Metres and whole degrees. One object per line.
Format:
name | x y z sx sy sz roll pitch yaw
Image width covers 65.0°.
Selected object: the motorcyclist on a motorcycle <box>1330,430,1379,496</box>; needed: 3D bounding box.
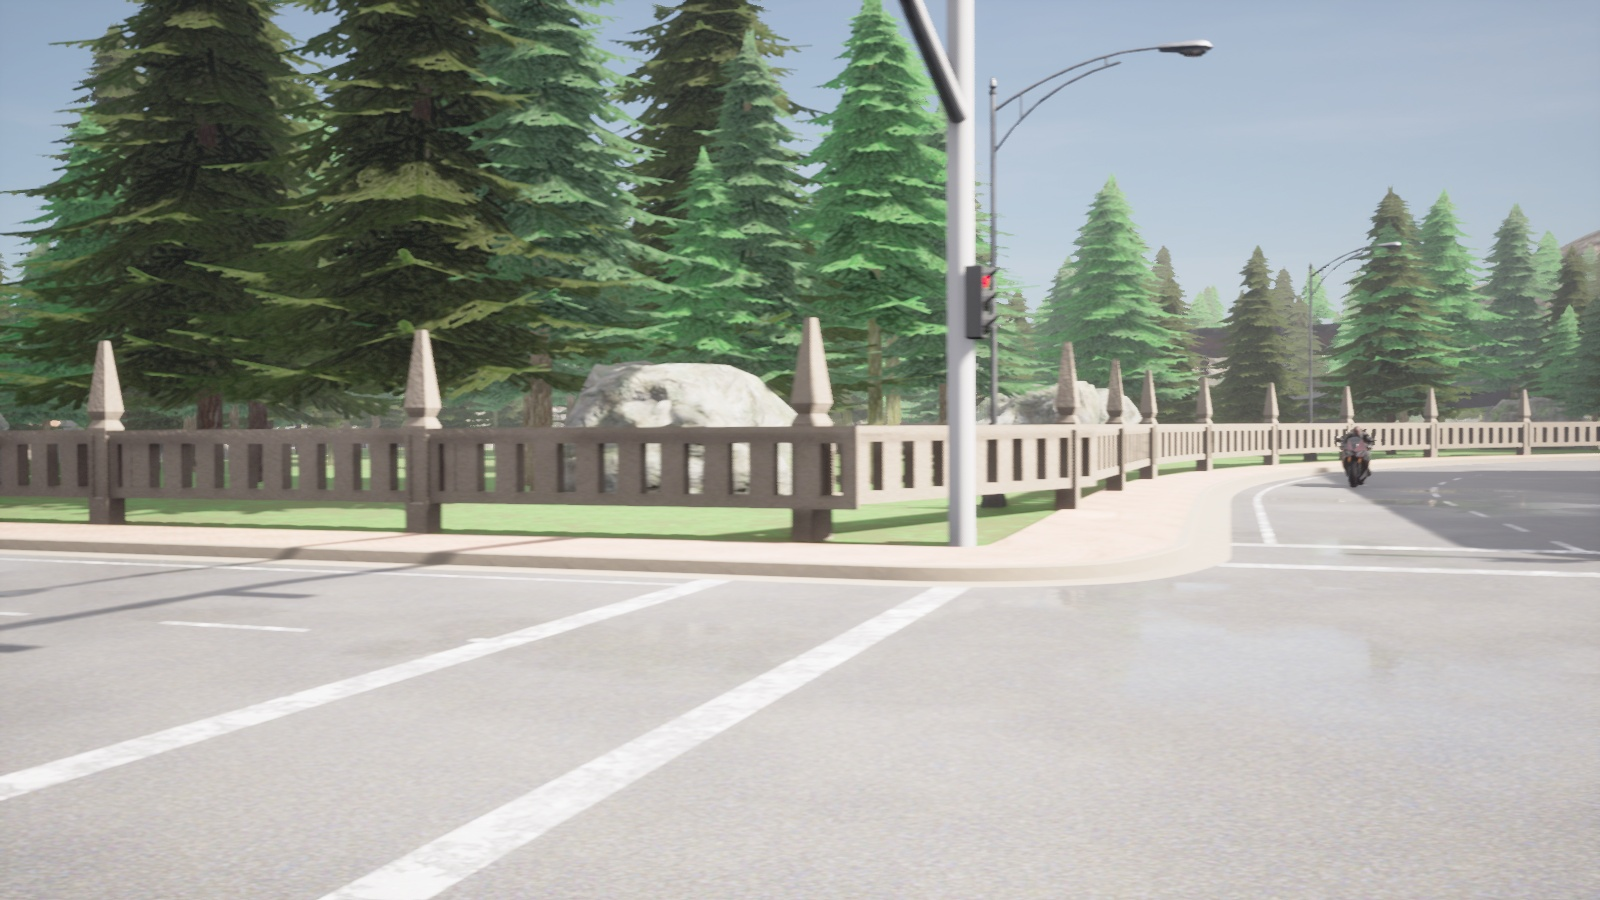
motorcyclist on a motorcycle | 13.631 0.291 30.827 0.866 1.530 2.191 1 1 30
